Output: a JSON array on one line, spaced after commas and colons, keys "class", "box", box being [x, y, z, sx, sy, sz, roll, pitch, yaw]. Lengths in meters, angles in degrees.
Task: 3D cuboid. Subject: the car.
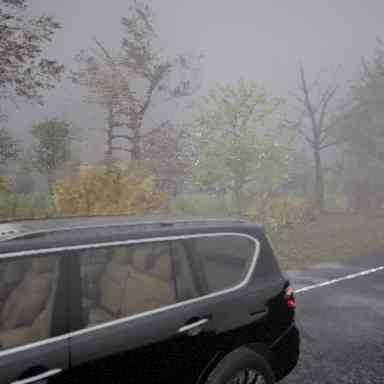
[{"class": "car", "box": [-1.421, 1.263, 2.760, 5.566, 2.045, 2.150, 1, -1, -37]}]
